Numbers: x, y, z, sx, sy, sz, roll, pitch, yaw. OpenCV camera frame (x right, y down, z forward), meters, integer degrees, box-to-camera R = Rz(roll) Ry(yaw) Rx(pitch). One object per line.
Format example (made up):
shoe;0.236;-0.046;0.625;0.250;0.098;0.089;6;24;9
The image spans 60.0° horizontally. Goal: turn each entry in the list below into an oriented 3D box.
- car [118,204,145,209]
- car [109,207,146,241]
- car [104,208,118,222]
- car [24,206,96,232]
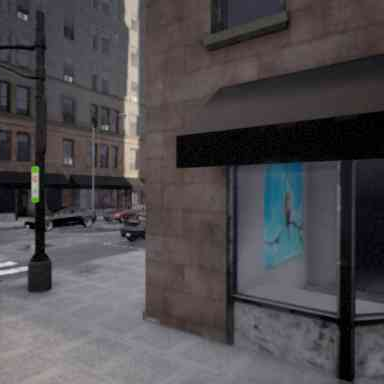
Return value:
car;-2.391;1.560;23.929;2.033;1.411;5.357;0;0;35
car;-1.427;1.575;15.811;2.008;1.369;4.403;0;0;35
car;-4.678;1.587;25.091;1.802;1.307;4.206;0;0;35
car;-7.969;1.567;20.459;1.947;1.339;4.313;0;0;35
